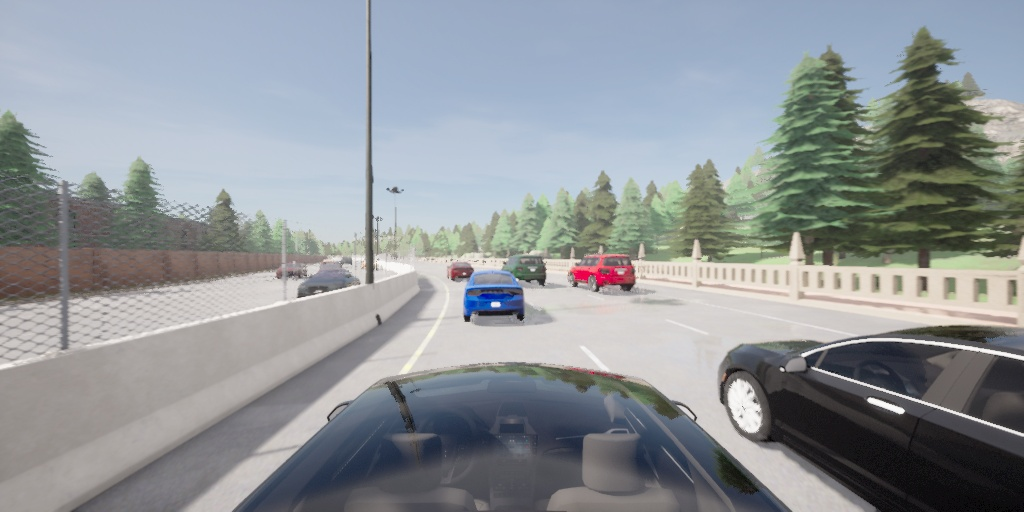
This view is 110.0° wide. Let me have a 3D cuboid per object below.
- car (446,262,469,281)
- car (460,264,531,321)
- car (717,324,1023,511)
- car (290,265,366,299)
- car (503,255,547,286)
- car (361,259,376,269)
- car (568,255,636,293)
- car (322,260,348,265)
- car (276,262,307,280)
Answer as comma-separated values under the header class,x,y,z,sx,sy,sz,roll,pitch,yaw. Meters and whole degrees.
class,x,y,z,sx,sy,sz,roll,pitch,yaw
car,-4.470,1.250,30.637,1.882,1.535,5.008,0,0,-17
car,-0.731,1.232,12.680,1.882,1.535,5.008,0,0,-6
car,3.439,1.241,2.433,1.837,1.490,4.892,0,0,-1
car,-8.683,1.351,17.381,1.994,1.385,4.181,0,0,-11
car,0.713,0.972,24.932,2.150,2.045,5.566,0,0,-13
car,-22.779,1.201,57.050,2.097,1.767,4.553,0,0,-23
car,5.105,0.954,21.005,2.150,2.045,5.566,0,0,-10
car,-16.403,1.346,32.740,1.812,1.442,4.674,0,0,-20
car,-20.387,1.314,33.398,1.882,1.535,5.008,0,0,-21
